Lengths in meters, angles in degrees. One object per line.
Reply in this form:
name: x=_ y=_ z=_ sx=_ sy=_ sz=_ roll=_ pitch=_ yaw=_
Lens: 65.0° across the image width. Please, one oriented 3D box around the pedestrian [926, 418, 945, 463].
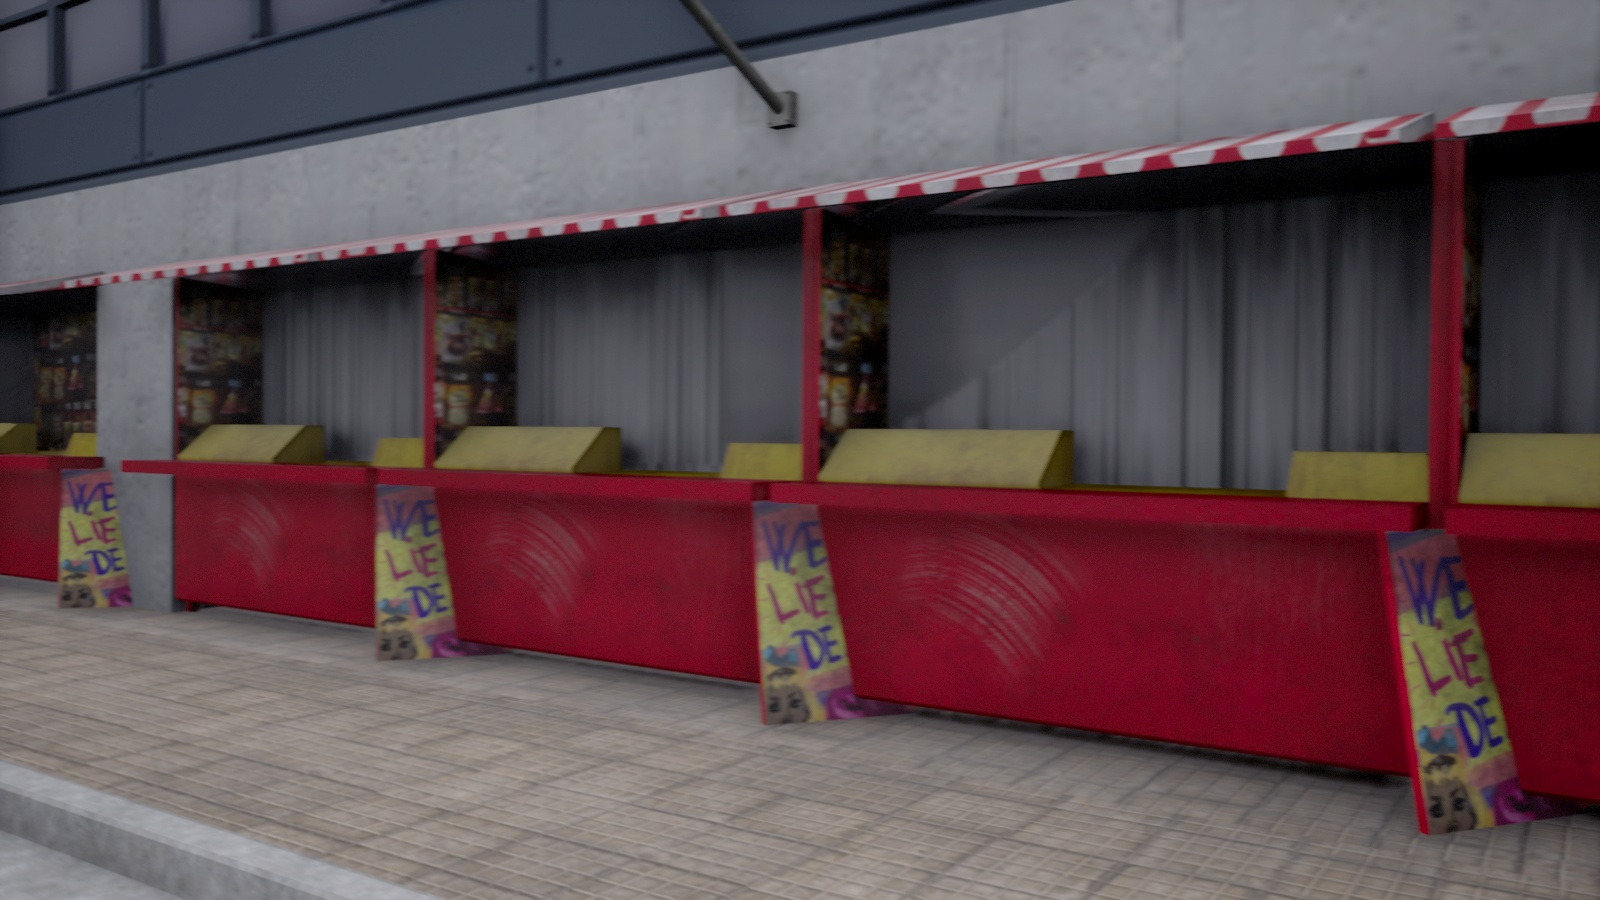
pedestrian: x=5.794 y=-0.395 z=53.769 sx=0.692 sy=1.930 sz=0.395 roll=0 pitch=1 yaw=32
